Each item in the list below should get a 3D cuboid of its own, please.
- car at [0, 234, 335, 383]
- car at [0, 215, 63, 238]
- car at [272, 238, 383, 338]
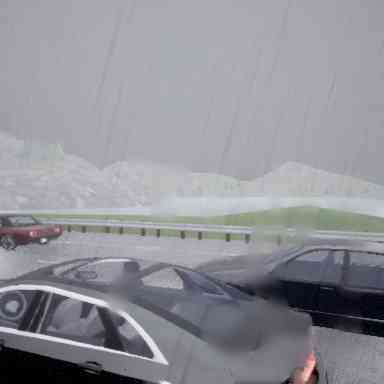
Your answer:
[{"bbox_3d":[-1.208,1.490,3.505,4.902,1.511,2.128,0,0,24],"label":"car"},{"bbox_3d":[-7.849,1.598,13.809,4.718,1.301,1.895,0,0,21],"label":"car"},{"bbox_3d":[2.486,1.547,5.715,5.357,1.411,2.033,0,0,24],"label":"car"}]
